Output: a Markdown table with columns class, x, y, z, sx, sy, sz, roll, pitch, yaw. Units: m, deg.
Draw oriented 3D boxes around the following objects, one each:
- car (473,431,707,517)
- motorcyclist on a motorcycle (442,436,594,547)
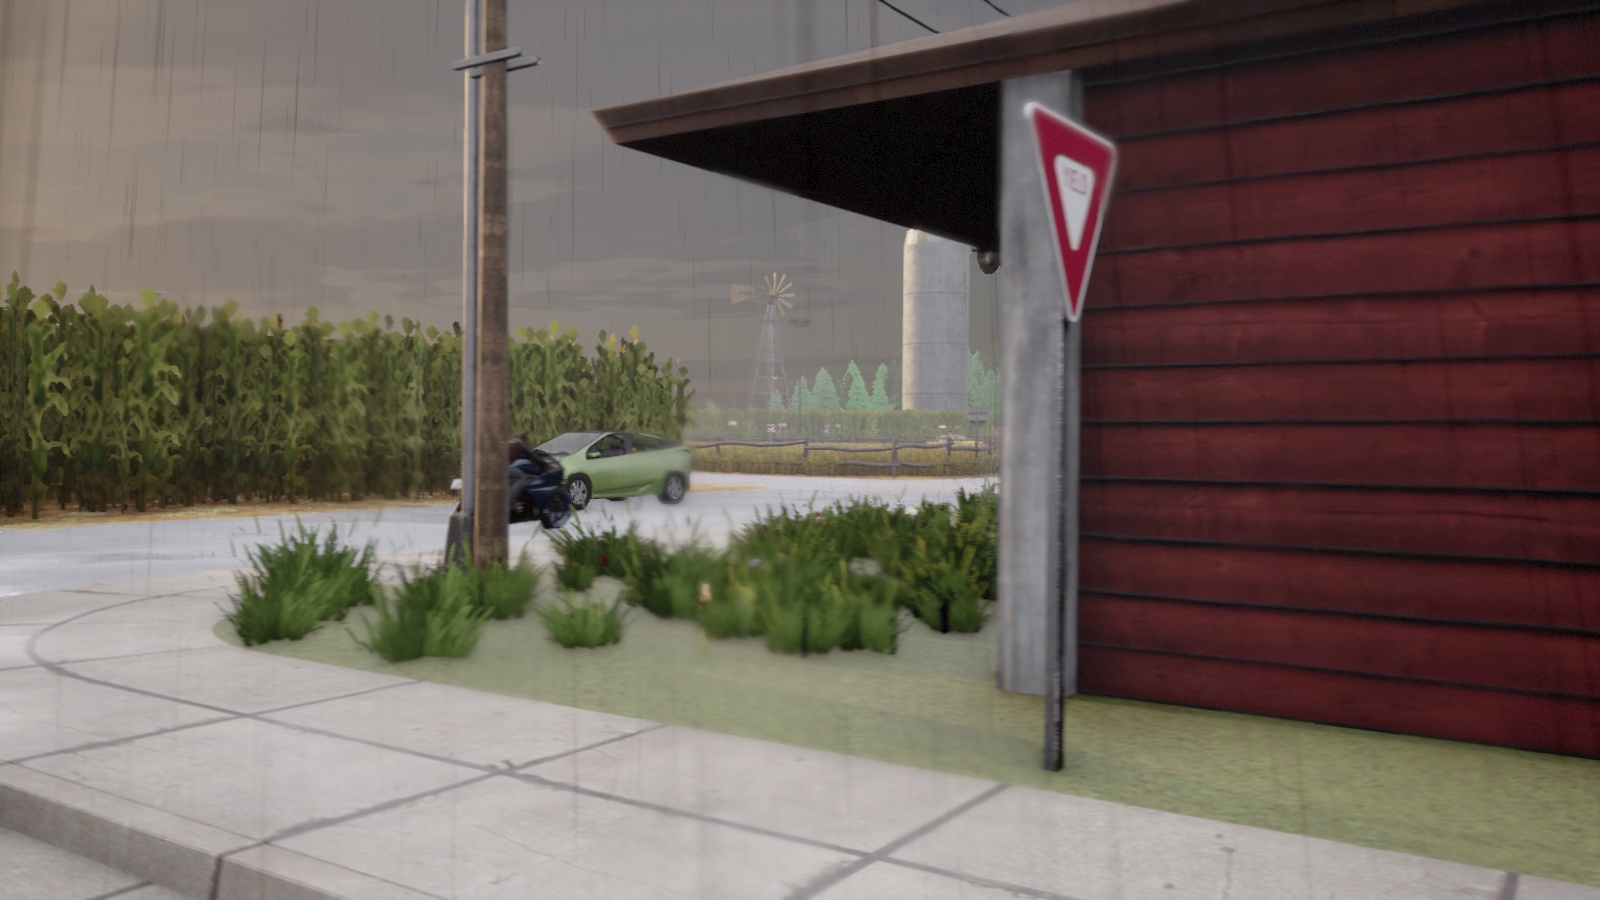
| class | x | y | z | sx | sy | sz | roll | pitch | yaw |
| --- | --- | --- | --- | --- | --- | --- | --- | --- | --- |
| car | -4.046 | 0.396 | 24.937 | 2.007 | 1.525 | 4.514 | 0 | 1 | 35 |
| motorcyclist on a motorcycle | -4.138 | 0.571 | 18.638 | 0.866 | 1.530 | 2.191 | 0 | 1 | 34 |
